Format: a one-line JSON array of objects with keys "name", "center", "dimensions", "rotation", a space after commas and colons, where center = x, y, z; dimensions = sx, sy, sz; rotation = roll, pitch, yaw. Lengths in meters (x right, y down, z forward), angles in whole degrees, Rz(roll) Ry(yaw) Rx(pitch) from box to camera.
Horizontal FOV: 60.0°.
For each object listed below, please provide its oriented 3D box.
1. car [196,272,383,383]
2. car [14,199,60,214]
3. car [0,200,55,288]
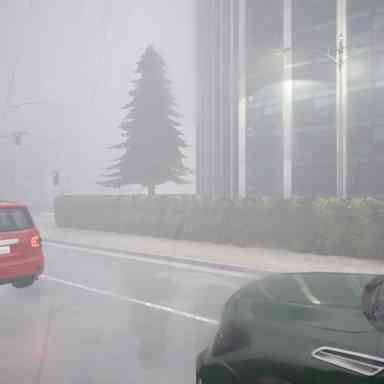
[{"name": "car", "center": [2.688, 1.221, 2.073], "dimensions": [5.566, 2.045, 2.150], "rotation": [0, 0, 36]}, {"name": "car", "center": [-17.192, 1.564, 37.063], "dimensions": [1.994, 1.385, 4.181], "rotation": [0, 0, 36]}, {"name": "car", "center": [-5.778, 1.221, 8.059], "dimensions": [5.566, 2.045, 2.150], "rotation": [0, 0, 38]}]
